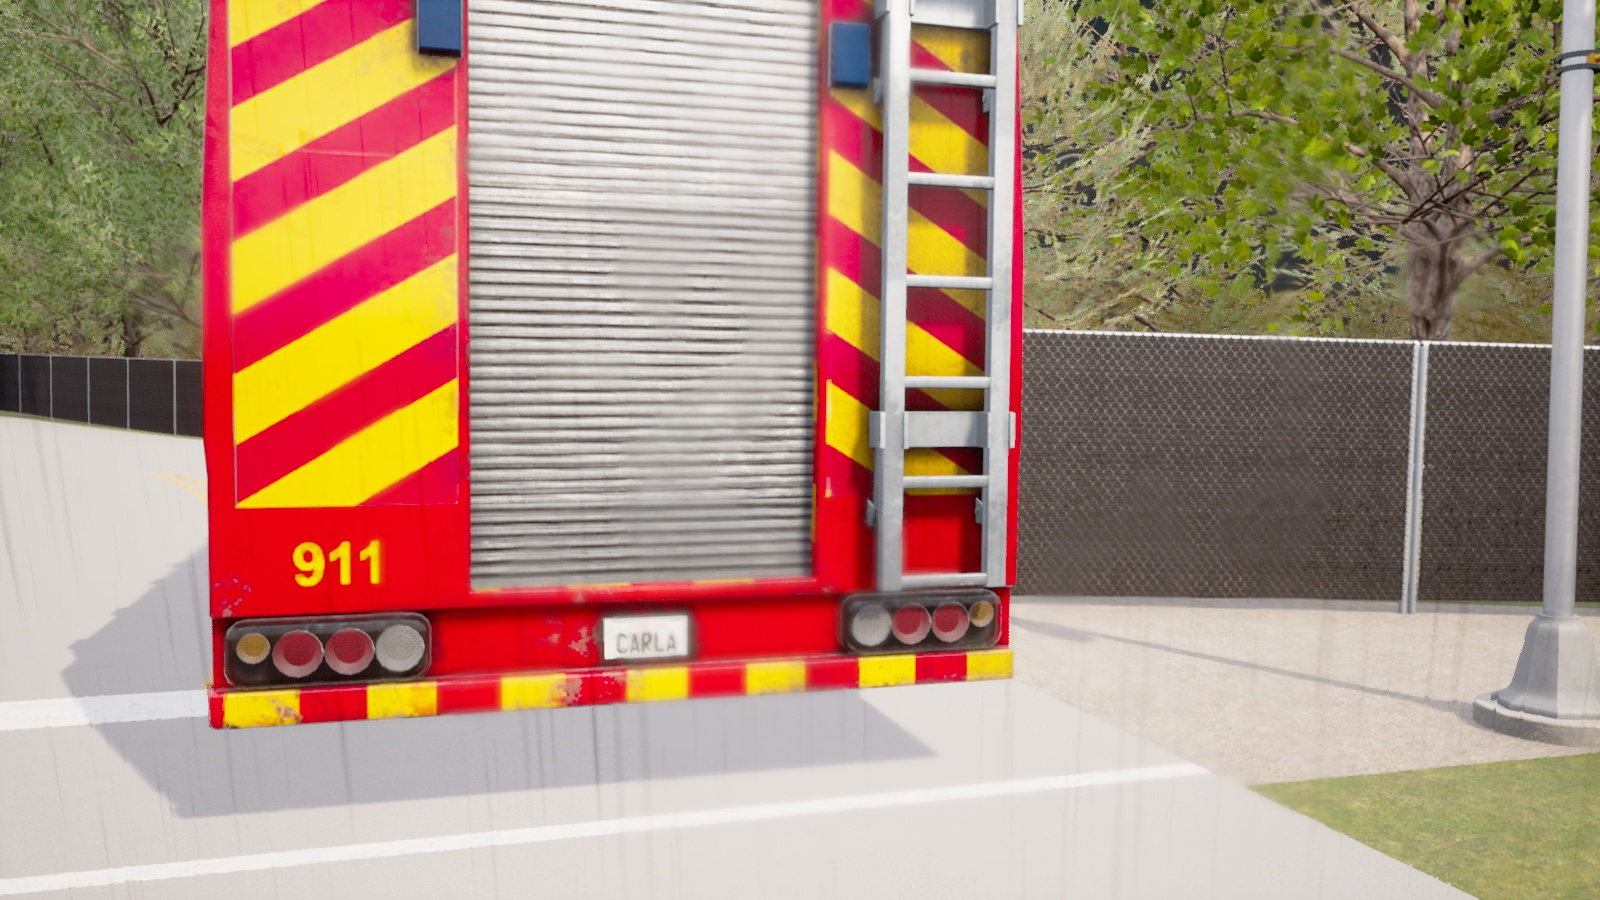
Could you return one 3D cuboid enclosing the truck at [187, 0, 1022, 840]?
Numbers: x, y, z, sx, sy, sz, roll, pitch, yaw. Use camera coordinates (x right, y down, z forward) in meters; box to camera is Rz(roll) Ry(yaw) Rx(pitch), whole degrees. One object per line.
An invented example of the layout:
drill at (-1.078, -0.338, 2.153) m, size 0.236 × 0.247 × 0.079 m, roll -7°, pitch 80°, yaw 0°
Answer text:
truck at (-1.770, -0.886, 8.461) m, size 2.891 × 3.827 × 8.468 m, roll 0°, pitch 3°, yaw -17°
